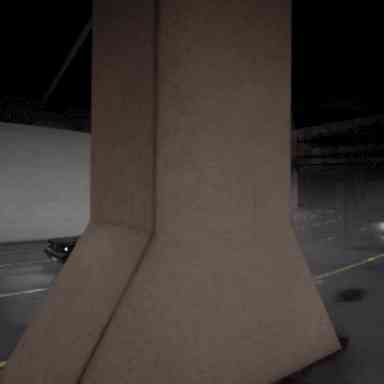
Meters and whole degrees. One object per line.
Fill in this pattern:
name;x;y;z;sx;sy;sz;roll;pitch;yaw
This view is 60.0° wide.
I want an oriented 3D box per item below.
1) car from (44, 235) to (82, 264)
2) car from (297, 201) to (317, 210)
car;-2.335;1.705;11.241;4.718;1.301;1.895;1;-1;-40
car;19.341;2.276;56.841;2.128;1.511;4.902;1;-1;-16
